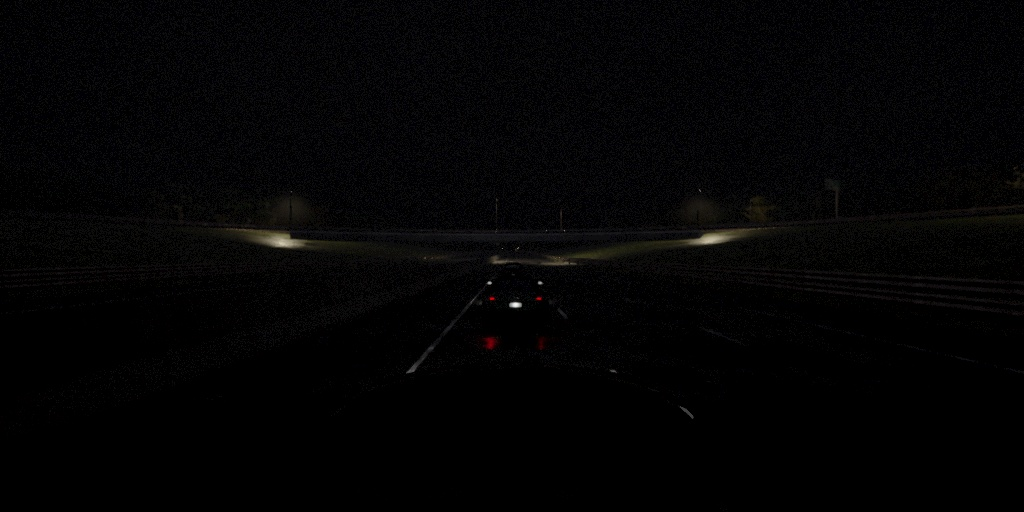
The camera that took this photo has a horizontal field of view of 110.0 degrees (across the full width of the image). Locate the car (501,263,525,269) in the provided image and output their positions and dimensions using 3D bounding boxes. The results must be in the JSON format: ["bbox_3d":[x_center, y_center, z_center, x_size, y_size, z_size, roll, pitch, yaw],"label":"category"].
[{"bbox_3d":[0.101,1.266,29.368,1.812,1.442,4.674,0,0,0],"label":"car"}]

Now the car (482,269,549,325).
[{"bbox_3d":[0.100,1.310,11.837,1.994,1.385,4.181,0,0,0],"label":"car"}]
